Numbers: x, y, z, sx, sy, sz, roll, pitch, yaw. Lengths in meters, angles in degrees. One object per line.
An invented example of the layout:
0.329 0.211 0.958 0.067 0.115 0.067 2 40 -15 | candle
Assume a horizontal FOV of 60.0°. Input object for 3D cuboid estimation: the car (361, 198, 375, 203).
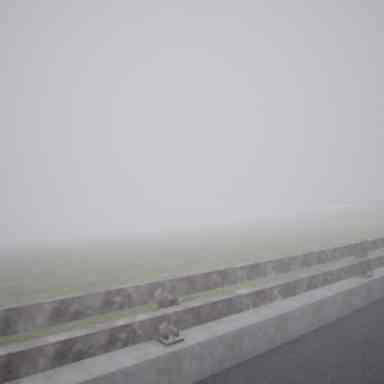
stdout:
42.962 2.157 80.987 1.837 1.490 4.892 0 -1 -1 | car
